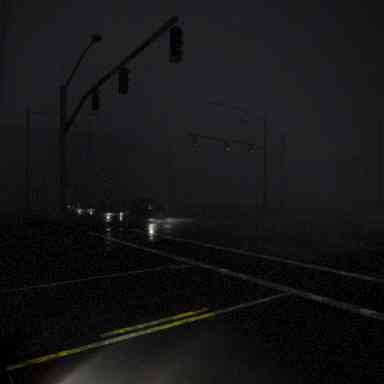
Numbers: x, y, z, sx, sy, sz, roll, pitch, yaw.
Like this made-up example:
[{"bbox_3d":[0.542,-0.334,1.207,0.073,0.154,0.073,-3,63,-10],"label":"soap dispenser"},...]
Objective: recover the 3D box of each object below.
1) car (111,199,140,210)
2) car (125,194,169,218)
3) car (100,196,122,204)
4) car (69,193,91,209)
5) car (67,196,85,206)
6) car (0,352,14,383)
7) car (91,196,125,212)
[{"bbox_3d":[-8.760,1.601,43.360,1.895,1.301,4.718,0,0,-36],"label":"car"},{"bbox_3d":[-3.989,1.352,30.491,2.097,1.767,4.553,0,0,-36],"label":"car"},{"bbox_3d":[-16.055,1.547,66.165,2.033,1.411,5.357,0,0,14],"label":"car"},{"bbox_3d":[-15.831,1.221,47.167,2.150,2.045,5.566,0,0,-33],"label":"car"},{"bbox_3d":[-19.670,1.490,56.715,2.128,1.511,4.902,0,0,-9],"label":"car"},{"bbox_3d":[-3.602,1.547,1.239,5.357,1.411,2.033,0,0,-35],"label":"car"},{"bbox_3d":[-9.767,1.526,38.500,1.812,1.442,4.674,0,0,-36],"label":"car"}]
